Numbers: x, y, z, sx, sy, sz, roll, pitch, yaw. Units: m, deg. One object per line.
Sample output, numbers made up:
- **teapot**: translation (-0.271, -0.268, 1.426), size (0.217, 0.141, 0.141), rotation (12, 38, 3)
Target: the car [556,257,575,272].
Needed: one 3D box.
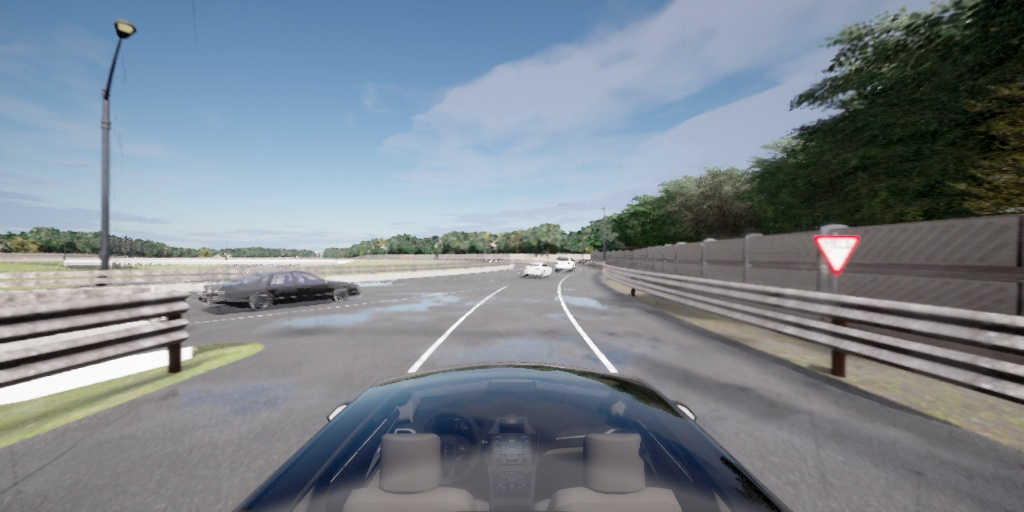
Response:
- **car**: translation (7.238, 1.124, 49.037), size (2.150, 2.045, 5.566), rotation (0, 0, 15)

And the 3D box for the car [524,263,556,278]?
- **car**: translation (2.601, 1.371, 35.392), size (1.812, 1.442, 4.674), rotation (0, 0, 23)

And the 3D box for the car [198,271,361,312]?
- **car**: translation (-8.910, 1.292, 14.323), size (2.033, 1.411, 5.357), rotation (0, 0, 34)
